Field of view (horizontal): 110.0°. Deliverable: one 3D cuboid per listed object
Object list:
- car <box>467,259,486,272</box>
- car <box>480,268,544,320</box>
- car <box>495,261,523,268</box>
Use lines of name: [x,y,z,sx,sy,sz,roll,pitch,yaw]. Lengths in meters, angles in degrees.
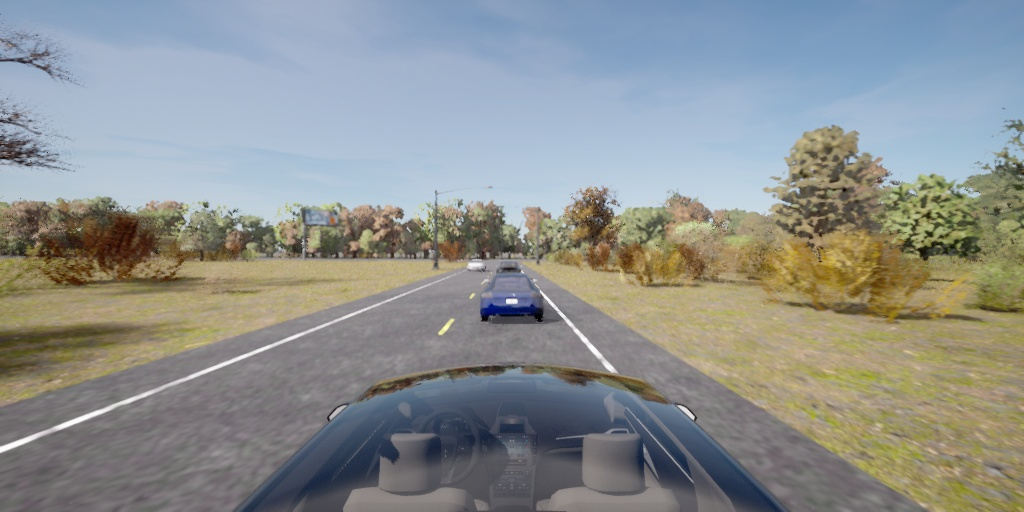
car: [-4.122,1.102,41.912,1.812,1.442,4.674,0,0,-1]
car: [-0.025,1.269,12.364,1.994,1.385,4.181,0,0,-1]
car: [-0.237,1.143,27.729,1.837,1.490,4.892,0,0,-1]
